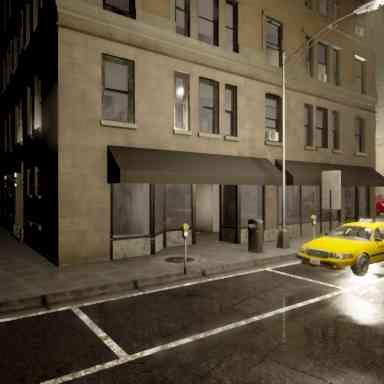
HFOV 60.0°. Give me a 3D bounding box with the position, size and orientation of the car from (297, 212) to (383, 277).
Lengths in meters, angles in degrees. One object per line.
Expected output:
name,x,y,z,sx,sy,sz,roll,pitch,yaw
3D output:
car,5.234,1.526,10.255,4.829,1.417,1.752,0,0,-35

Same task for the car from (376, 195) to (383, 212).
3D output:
car,15.467,1.237,31.789,2.150,2.045,5.566,0,0,-35
